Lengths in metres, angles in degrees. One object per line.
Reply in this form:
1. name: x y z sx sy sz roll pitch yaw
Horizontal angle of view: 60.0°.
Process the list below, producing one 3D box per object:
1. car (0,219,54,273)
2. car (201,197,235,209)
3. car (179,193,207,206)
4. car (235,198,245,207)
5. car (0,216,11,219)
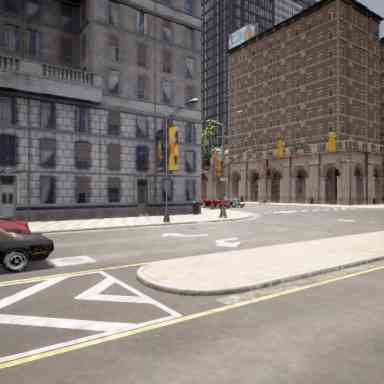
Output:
1. car: -6.499 1.601 9.208 4.718 1.301 1.895 0 0 -35
2. car: 3.280 1.478 46.419 1.882 1.535 5.008 0 0 -35
3. car: 0.072 1.221 57.150 2.150 2.045 5.566 0 0 -34
4. car: 5.710 1.491 49.049 2.128 1.511 4.902 0 0 -35
5. car: -8.443 1.526 12.113 4.674 1.442 1.812 0 0 -35
